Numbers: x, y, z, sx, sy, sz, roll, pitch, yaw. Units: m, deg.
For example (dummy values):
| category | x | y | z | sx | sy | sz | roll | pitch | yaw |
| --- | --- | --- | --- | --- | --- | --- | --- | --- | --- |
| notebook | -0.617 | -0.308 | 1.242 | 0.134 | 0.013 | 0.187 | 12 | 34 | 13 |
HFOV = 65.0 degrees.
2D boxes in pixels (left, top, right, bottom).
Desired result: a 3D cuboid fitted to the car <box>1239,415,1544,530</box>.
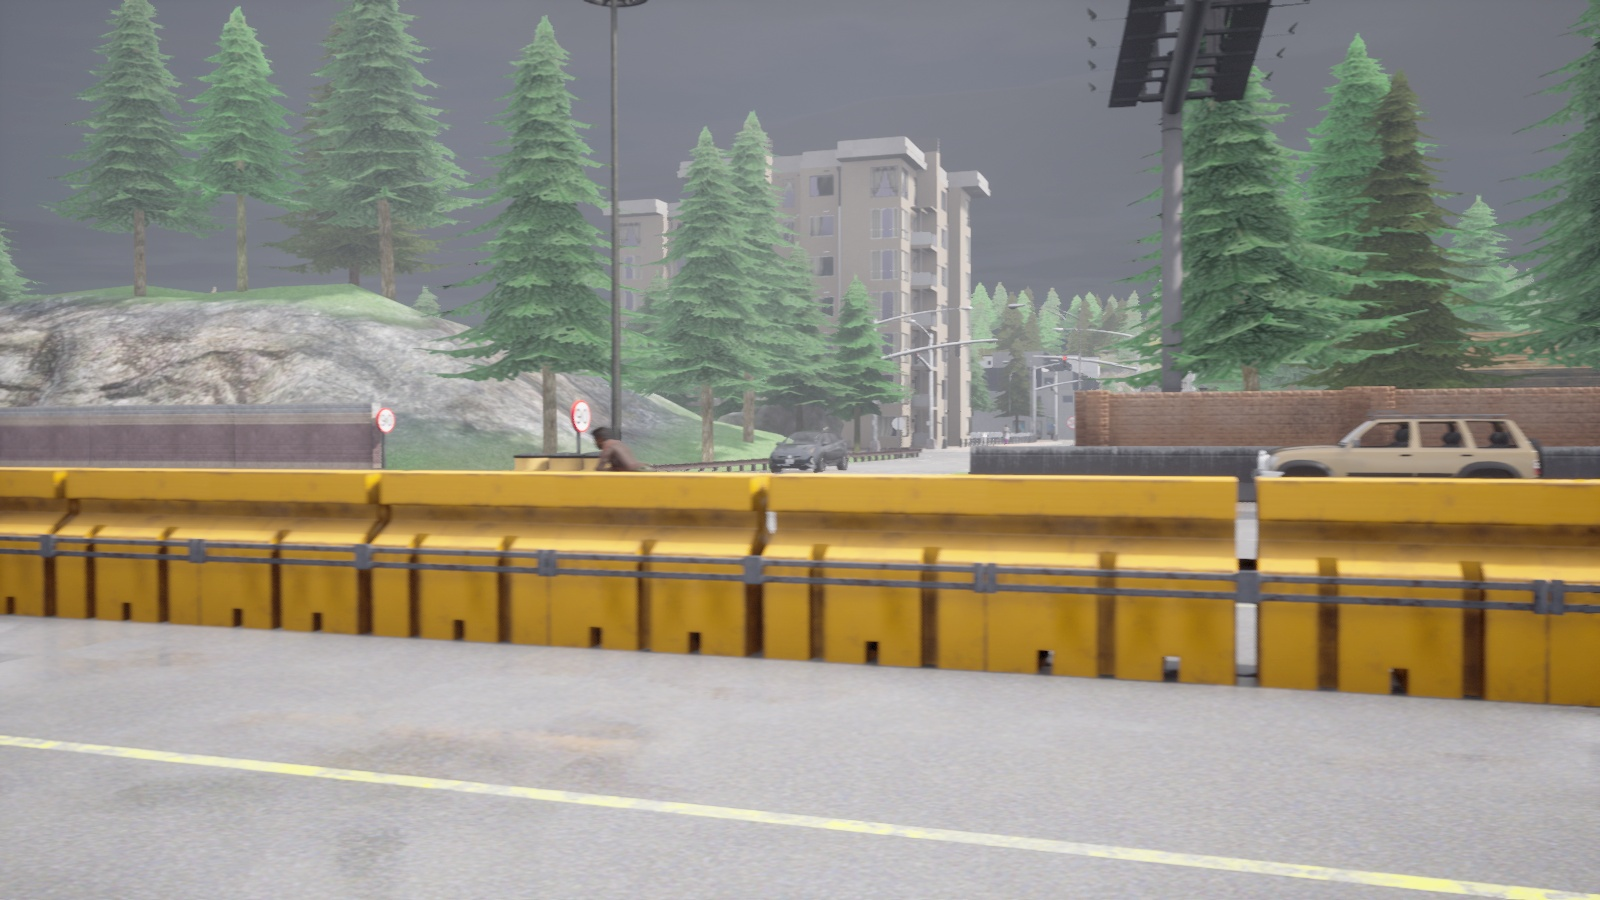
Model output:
| category | x | y | z | sx | sy | sz | roll | pitch | yaw |
| --- | --- | --- | --- | --- | --- | --- | --- | --- | --- |
| car | 10.136 | 0.330 | 21.934 | 4.605 | 1.855 | 1.932 | 1 | 1 | 19 |

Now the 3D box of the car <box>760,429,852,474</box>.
| category | x | y | z | sx | sy | sz | roll | pitch | yaw |
| --- | --- | --- | --- | --- | --- | --- | --- | --- | --- |
| car | 0.287 | 0.018 | 45.988 | 2.007 | 1.525 | 4.514 | 1 | 1 | 19 |
